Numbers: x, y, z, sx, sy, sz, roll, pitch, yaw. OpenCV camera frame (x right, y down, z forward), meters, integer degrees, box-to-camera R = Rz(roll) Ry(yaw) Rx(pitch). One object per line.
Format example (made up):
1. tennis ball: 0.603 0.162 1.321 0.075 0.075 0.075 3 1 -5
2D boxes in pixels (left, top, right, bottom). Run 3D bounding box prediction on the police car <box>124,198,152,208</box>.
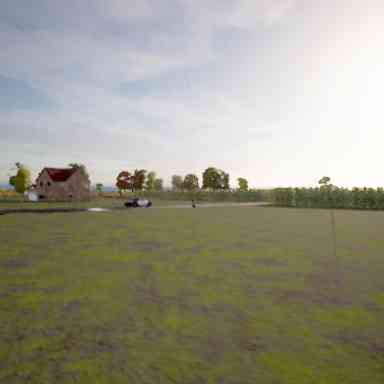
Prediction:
1. police car: -8.782 1.702 53.896 2.038 1.542 4.974 1 0 35
